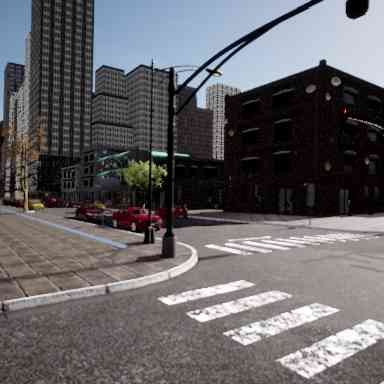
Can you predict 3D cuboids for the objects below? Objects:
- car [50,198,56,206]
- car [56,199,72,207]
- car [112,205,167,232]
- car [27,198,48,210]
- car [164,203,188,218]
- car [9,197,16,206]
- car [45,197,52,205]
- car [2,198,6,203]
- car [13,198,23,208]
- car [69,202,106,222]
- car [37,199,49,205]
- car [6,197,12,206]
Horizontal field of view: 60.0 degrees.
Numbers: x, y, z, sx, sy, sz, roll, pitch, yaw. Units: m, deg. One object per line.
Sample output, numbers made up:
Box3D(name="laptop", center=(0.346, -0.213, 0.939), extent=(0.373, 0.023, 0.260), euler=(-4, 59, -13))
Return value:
Box3D(name="car", center=(-28.501, 2.336, 71.347), extent=(1.802, 1.307, 4.206), euler=(1, -1, -35))
Box3D(name="car", center=(-25.328, 2.144, 66.815), extent=(1.967, 1.590, 4.097), euler=(1, -1, -35))
Box3D(name="car", center=(-3.499, 1.631, 20.785), extent=(1.887, 1.381, 4.507), euler=(1, -1, -35))
Box3D(name="car", center=(-22.804, 1.907, 48.490), extent=(1.752, 1.417, 4.829), euler=(1, -1, -35))
Box3D(name="car", center=(-2.213, 1.792, 34.014), extent=(1.967, 1.590, 4.097), euler=(1, -1, -35))
Box3D(name="car", center=(-32.194, 2.096, 62.012), extent=(1.947, 1.339, 4.313), euler=(1, -1, -35))
Box3D(name="car", center=(-34.844, 2.170, 80.416), extent=(2.192, 1.841, 5.009), euler=(1, -1, -35))
Box3D(name="car", center=(-38.538, 1.946, 71.081), extent=(2.192, 1.841, 5.009), euler=(1, -1, -35))
Box3D(name="car", center=(-29.203, 2.028, 57.726), extent=(1.887, 1.381, 4.507), euler=(1, -1, -35))
Box3D(name="car", center=(-8.661, 1.745, 28.159), extent=(1.802, 1.307, 4.206), euler=(1, -1, -35))
Box3D(name="car", center=(-38.116, 2.433, 85.085), extent=(1.752, 1.417, 4.829), euler=(1, -1, -35))
Box3D(name="car", center=(-35.367, 2.147, 66.545), extent=(1.947, 1.339, 4.313), euler=(1, -1, -35))
